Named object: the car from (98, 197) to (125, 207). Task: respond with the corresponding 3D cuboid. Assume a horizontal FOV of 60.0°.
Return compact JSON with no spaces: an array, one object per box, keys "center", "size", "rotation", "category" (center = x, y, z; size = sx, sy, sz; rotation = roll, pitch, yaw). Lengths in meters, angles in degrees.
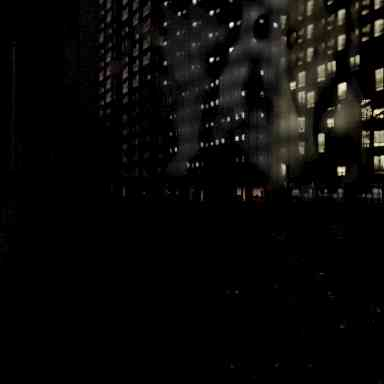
[{"center":[-10.361,1.261,42.751],"size":[1.895,1.301,4.718],"rotation":[0,0,-37],"category":"car"}]
